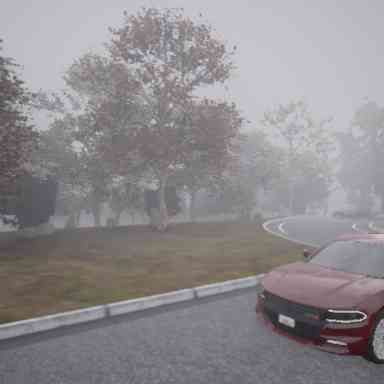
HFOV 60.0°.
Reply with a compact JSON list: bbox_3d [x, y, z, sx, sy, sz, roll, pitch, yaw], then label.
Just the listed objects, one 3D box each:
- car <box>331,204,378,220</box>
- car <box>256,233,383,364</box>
[{"bbox_3d":[16.029,1.926,32.648,5.357,1.411,2.033,1,-1,-31],"label":"car"},{"bbox_3d":[3.330,1.551,6.135,5.008,1.535,1.882,1,0,-37],"label":"car"}]
